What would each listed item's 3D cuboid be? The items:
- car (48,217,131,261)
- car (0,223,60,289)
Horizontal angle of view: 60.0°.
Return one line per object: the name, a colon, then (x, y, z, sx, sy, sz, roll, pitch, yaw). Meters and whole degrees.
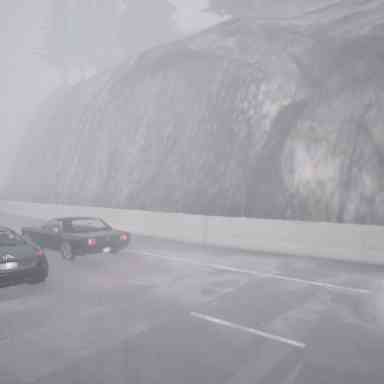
car: (-4.405, 1.541, 12.076, 4.718, 1.301, 1.895, 1, 0, 41)
car: (-5.361, 1.508, 8.293, 4.181, 1.385, 1.994, 1, 0, 40)
